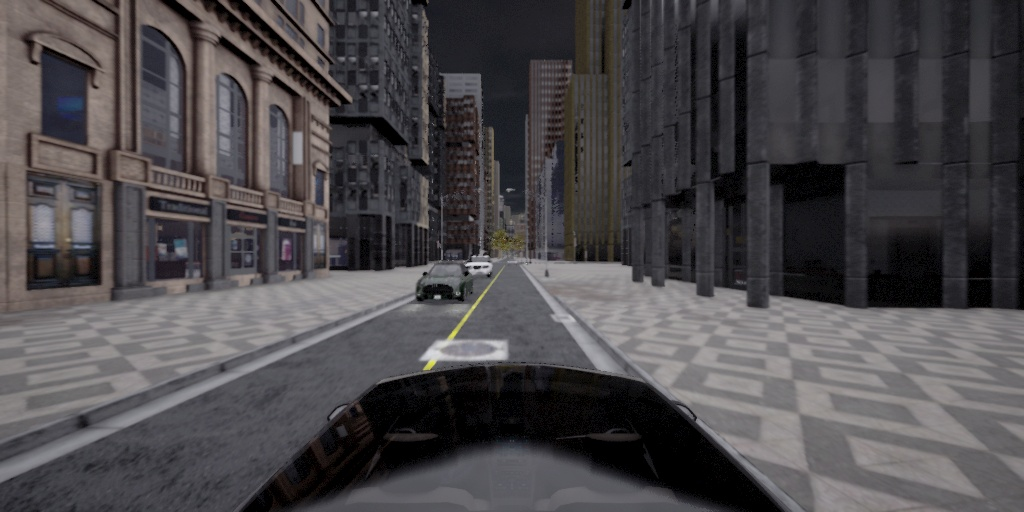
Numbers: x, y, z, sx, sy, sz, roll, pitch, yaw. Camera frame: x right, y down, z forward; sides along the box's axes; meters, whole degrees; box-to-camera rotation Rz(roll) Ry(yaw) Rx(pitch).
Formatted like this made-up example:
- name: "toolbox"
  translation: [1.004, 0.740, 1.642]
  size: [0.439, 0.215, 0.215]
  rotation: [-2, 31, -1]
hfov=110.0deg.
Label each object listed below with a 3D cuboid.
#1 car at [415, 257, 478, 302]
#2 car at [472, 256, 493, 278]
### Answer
- name: "car"
  translation: [-3.040, 1.099, 16.996]
  size: [2.097, 1.767, 4.553]
  rotation: [0, 0, 1]
- name: "car"
  translation: [-2.997, 0.968, 33.884]
  size: [2.150, 2.045, 5.566]
  rotation: [0, 0, 0]
